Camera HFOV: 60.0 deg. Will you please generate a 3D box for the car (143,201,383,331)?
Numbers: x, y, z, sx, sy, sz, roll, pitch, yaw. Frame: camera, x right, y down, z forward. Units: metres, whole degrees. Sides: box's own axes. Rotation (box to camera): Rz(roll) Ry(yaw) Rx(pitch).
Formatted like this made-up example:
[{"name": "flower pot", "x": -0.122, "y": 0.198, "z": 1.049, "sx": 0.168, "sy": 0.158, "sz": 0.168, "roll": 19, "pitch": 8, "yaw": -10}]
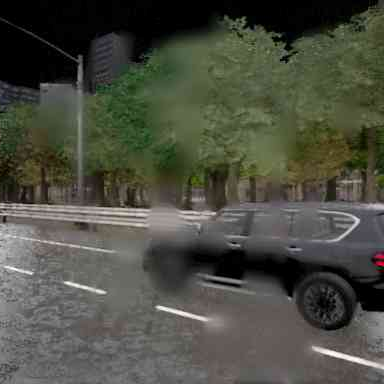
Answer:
[{"name": "car", "x": 1.485, "y": 1.222, "z": 7.106, "sx": 5.566, "sy": 2.045, "sz": 2.150, "roll": 0, "pitch": 0, "yaw": 35}]
